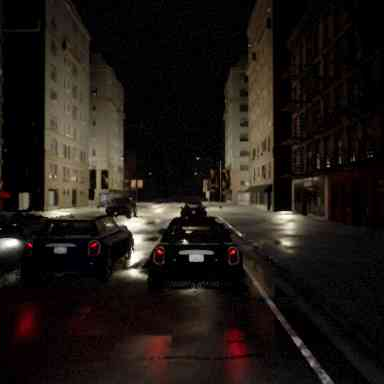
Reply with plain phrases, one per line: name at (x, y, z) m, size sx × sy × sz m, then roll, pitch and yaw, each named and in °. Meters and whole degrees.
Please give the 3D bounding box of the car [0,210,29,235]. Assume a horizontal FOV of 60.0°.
car at (-9.841, 1.735, 19.001) m, size 1.994 × 1.385 × 4.181 m, roll 0°, pitch -1°, yaw 0°

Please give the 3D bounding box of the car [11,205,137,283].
car at (-3.145, 1.442, 10.105) m, size 2.097 × 1.767 × 4.553 m, roll 0°, pitch -1°, yaw 0°

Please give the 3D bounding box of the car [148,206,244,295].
car at (0.106, 1.433, 9.114) m, size 2.097 × 1.767 × 4.553 m, roll 0°, pitch -1°, yaw 0°

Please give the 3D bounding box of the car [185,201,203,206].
car at (0.115, 1.596, 27.050) m, size 2.097 × 1.767 × 4.553 m, roll 0°, pitch -1°, yaw 0°

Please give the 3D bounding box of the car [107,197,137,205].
car at (-6.580, 1.507, 31.436) m, size 2.150 × 2.045 × 5.566 m, roll 0°, pitch -1°, yaw 0°
